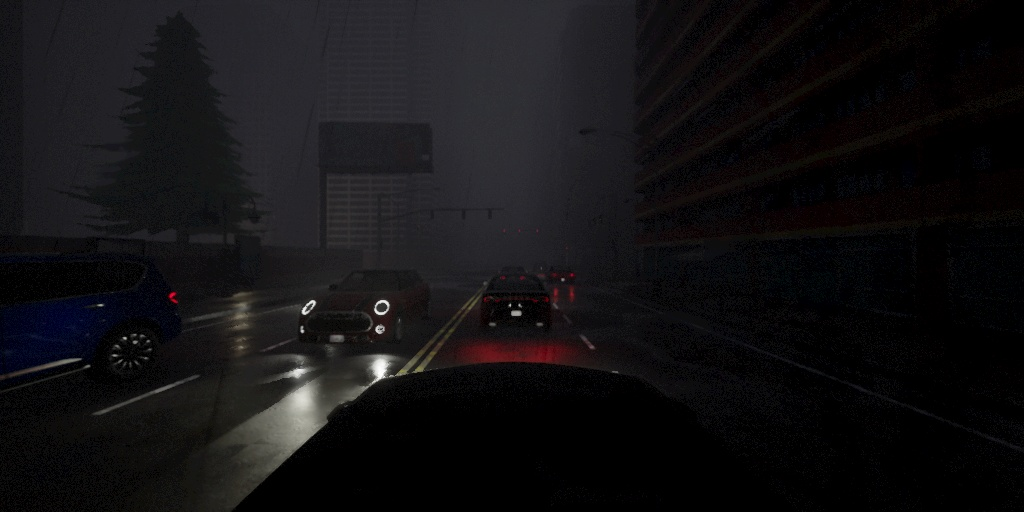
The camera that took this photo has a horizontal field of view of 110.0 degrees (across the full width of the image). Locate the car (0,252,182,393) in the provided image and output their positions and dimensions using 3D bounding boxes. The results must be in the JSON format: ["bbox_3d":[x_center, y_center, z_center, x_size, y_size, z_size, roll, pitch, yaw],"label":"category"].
[{"bbox_3d":[-7.099,0.969,4.172,2.150,2.045,5.566,0,0,0],"label":"car"}]

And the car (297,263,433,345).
[{"bbox_3d":[-3.591,1.108,9.606,2.097,1.767,4.553,0,0,0],"label":"car"}]

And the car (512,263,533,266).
[{"bbox_3d":[0.057,1.313,23.055,2.033,1.411,5.357,0,0,0],"label":"car"}]

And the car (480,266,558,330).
[{"bbox_3d":[0.100,1.234,11.171,1.882,1.535,5.008,0,0,0],"label":"car"}]

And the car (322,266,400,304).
[{"bbox_3d":[-7.071,1.287,17.418,1.812,1.442,4.674,0,0,0],"label":"car"}]

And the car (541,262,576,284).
[{"bbox_3d":[3.581,1.369,27.307,1.895,1.301,4.718,0,0,0],"label":"car"}]

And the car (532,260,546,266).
[{"bbox_3d":[3.592,1.286,46.265,1.837,1.490,4.892,0,0,0],"label":"car"}]
